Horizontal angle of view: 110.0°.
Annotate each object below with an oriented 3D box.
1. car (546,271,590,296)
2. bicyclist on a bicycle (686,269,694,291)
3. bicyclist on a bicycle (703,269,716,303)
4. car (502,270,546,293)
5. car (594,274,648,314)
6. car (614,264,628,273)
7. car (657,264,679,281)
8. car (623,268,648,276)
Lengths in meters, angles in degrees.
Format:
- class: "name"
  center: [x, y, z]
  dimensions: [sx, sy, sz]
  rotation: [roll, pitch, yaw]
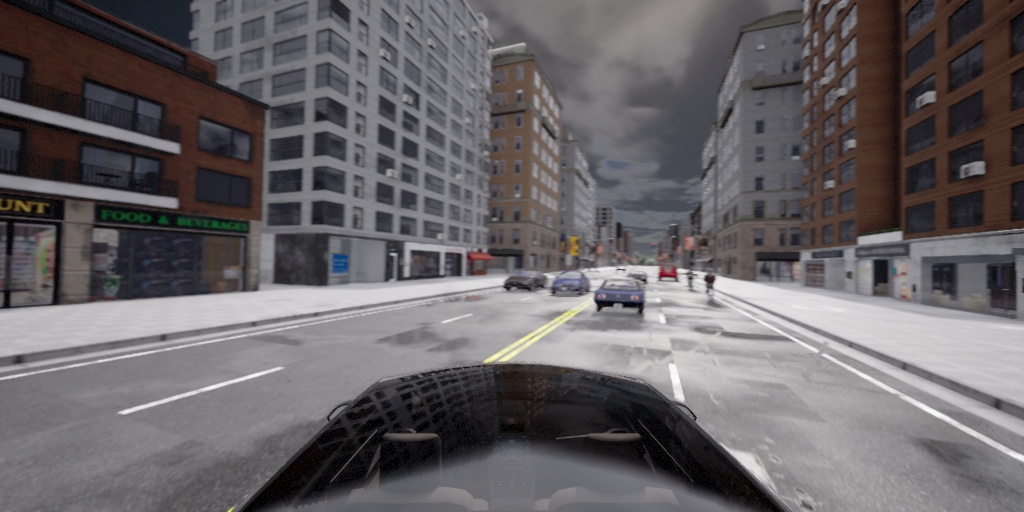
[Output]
- class: "car"
  center: [3.799, 1.651, 22.654]
  dimensions: [1.812, 1.442, 4.674]
  rotation: [1, -1, 21]
- class: "bicyclist on a bicycle"
  center: [13.742, 1.850, 27.658]
  dimensions: [0.582, 1.620, 1.656]
  rotation: [1, -1, 21]
- class: "bicyclist on a bicycle"
  center: [10.357, 1.573, 18.822]
  dimensions: [0.659, 1.776, 1.843]
  rotation: [1, -1, 21]
- class: "car"
  center: [1.094, 1.648, 24.674]
  dimensions: [2.033, 1.411, 5.357]
  rotation: [1, -1, 21]
- class: "car"
  center: [4.842, 1.648, 15.730]
  dimensions: [1.895, 1.301, 4.718]
  rotation: [1, -1, 21]
- class: "car"
  center: [18.552, 2.093, 60.868]
  dimensions: [1.837, 1.490, 4.892]
  rotation: [1, -1, 21]
- class: "car"
  center: [18.933, 1.953, 43.526]
  dimensions: [2.150, 2.045, 5.566]
  rotation: [1, -1, 23]
- class: "car"
  center: [12.526, 2.091, 35.792]
  dimensions: [1.895, 1.301, 4.718]
  rotation: [1, -1, 21]
